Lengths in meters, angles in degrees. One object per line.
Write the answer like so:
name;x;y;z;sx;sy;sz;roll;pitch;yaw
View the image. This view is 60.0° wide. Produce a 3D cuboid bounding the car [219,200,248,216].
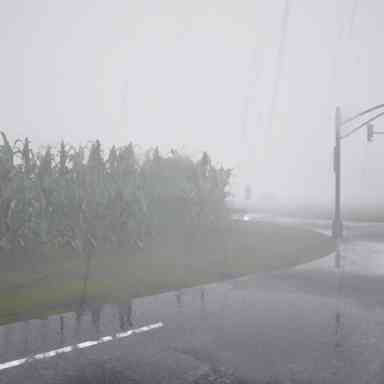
car;3.165;1.495;31.949;2.033;1.411;5.357;1;0;-26
